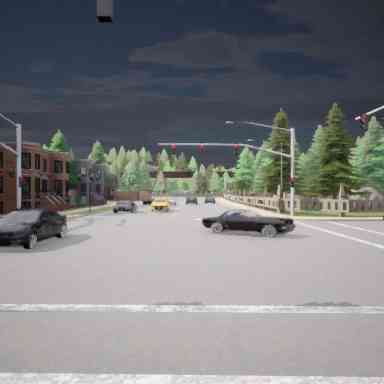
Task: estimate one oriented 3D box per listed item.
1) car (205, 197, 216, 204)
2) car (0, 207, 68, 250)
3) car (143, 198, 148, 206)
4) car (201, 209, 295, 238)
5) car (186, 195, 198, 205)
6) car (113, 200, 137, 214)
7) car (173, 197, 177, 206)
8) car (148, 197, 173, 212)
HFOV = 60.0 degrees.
[{"bbox_3d":[3.532,1.564,65.205,1.994,1.385,4.181,0,0,0],"label":"car"},{"bbox_3d":[-7.116,1.477,14.551,1.882,1.535,5.008,0,0,0],"label":"car"},{"bbox_3d":[-7.058,1.601,55.585,1.895,1.301,4.718,0,0,0],"label":"car"},{"bbox_3d":[2.940,1.601,17.639,4.718,1.301,1.895,0,0,34],"label":"car"},{"bbox_3d":[-0.063,1.352,60.224,2.097,1.767,4.553,0,0,0],"label":"car"},{"bbox_3d":[-7.134,1.564,35.790,1.994,1.385,4.181,0,0,0],"label":"car"},{"bbox_3d":[-3.560,1.529,55.434,1.812,1.442,4.674,0,0,0],"label":"car"},{"bbox_3d":[-3.635,1.478,38.829,1.882,1.535,5.008,0,0,0],"label":"car"}]
